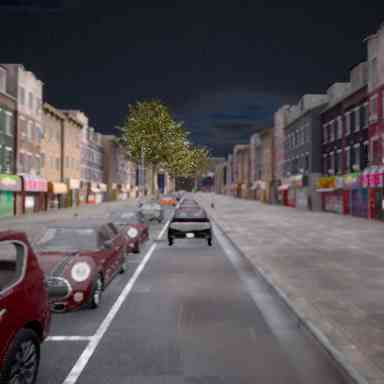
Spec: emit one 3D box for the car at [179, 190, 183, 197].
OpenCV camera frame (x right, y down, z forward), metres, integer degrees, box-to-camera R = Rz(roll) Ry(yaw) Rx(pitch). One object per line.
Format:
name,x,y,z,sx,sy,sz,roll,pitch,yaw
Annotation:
car,-3.335,0.881,62.974,2.192,1.841,5.009,2,0,-1

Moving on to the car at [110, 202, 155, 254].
car,-2.783,1.387,13.155,1.967,1.590,4.097,2,0,-1

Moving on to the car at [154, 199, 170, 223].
car,-2.909,1.438,24.228,2.008,1.369,4.403,2,0,-1

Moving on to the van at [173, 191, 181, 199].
van,-3.522,0.760,79.578,1.690,1.788,3.998,2,0,-1

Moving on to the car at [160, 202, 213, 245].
car,-0.095,1.437,15.232,2.128,1.511,4.902,0,0,-1

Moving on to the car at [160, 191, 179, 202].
car,-3.273,1.077,45.020,2.097,1.767,4.553,0,1,-1

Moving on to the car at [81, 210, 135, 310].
car,-2.722,1.409,7.618,1.967,1.590,4.097,1,0,-1

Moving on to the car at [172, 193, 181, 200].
car,-3.467,1.012,74.045,1.887,1.381,4.507,2,0,-1

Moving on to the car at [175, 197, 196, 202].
car,-0.274,1.414,31.140,1.994,1.385,4.181,0,0,-1

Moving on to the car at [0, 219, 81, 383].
car,-2.657,1.301,2.082,2.192,1.841,5.009,1,0,-1
